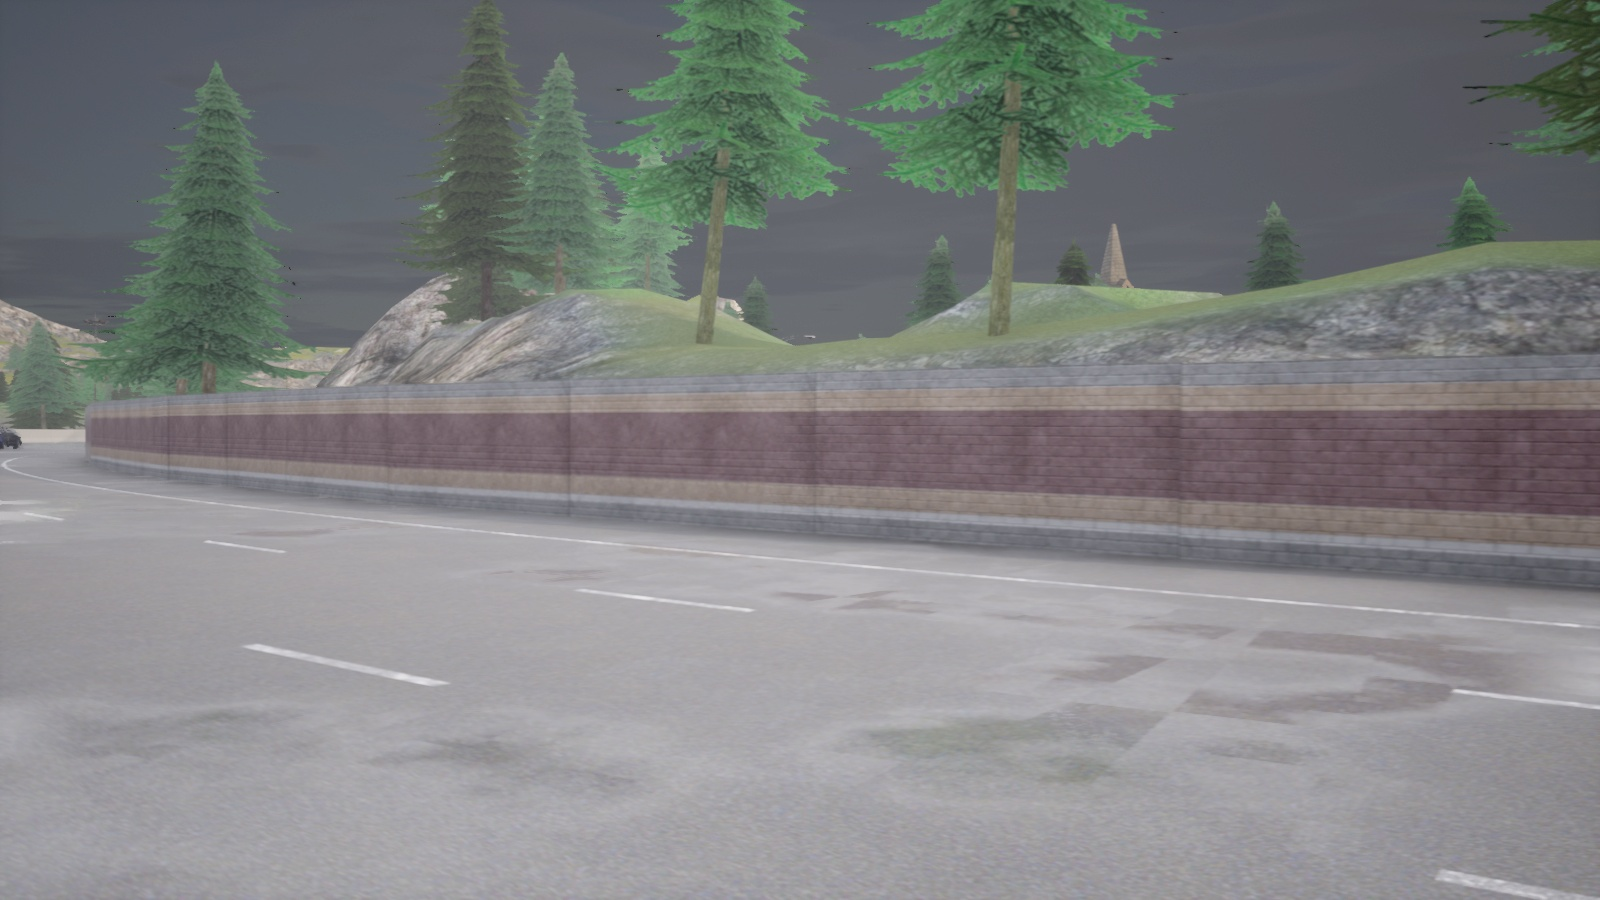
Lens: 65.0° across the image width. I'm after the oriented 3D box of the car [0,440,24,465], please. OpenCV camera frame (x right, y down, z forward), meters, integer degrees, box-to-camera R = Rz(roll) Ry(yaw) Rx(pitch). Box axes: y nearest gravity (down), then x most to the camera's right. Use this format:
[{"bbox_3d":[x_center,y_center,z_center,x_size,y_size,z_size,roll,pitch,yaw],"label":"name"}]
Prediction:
[{"bbox_3d":[-49.673,0.138,77.698,1.816,1.474,4.193,-1,1,-17],"label":"car"}]
